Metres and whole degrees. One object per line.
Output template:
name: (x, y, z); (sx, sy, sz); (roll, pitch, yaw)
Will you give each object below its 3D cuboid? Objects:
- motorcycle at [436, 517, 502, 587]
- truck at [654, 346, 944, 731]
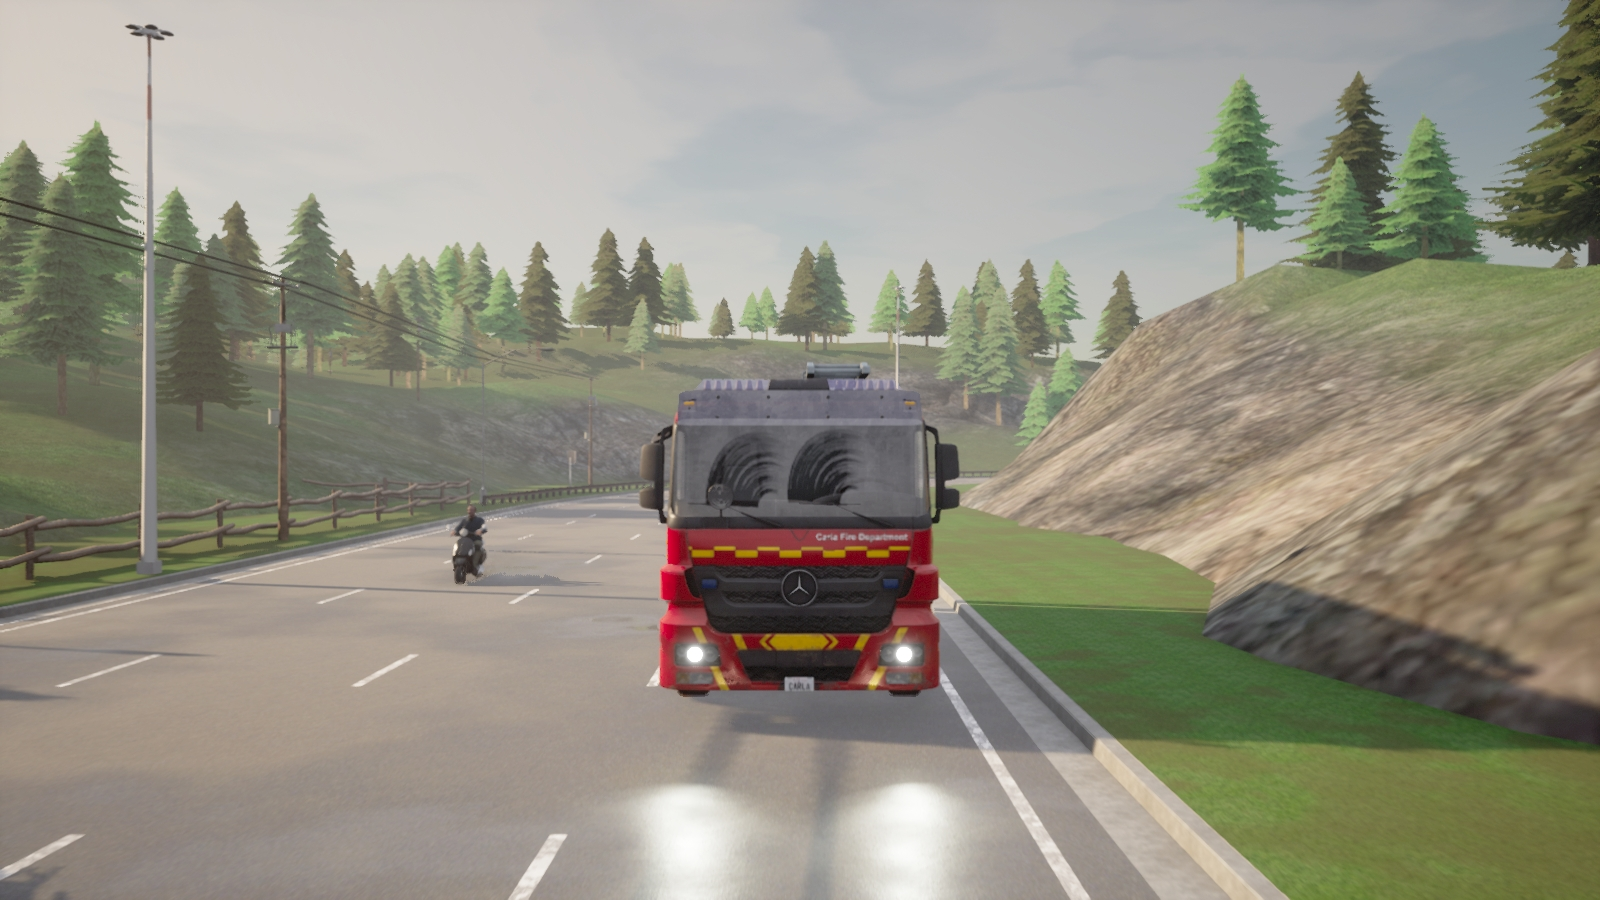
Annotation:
motorcycle: (-6.984, 2.127, 24.193); (0.856, 1.316, 1.805); (0, 0, 0)
truck: (-0.009, 0.881, 15.612); (2.891, 3.827, 8.468); (0, 0, 0)
